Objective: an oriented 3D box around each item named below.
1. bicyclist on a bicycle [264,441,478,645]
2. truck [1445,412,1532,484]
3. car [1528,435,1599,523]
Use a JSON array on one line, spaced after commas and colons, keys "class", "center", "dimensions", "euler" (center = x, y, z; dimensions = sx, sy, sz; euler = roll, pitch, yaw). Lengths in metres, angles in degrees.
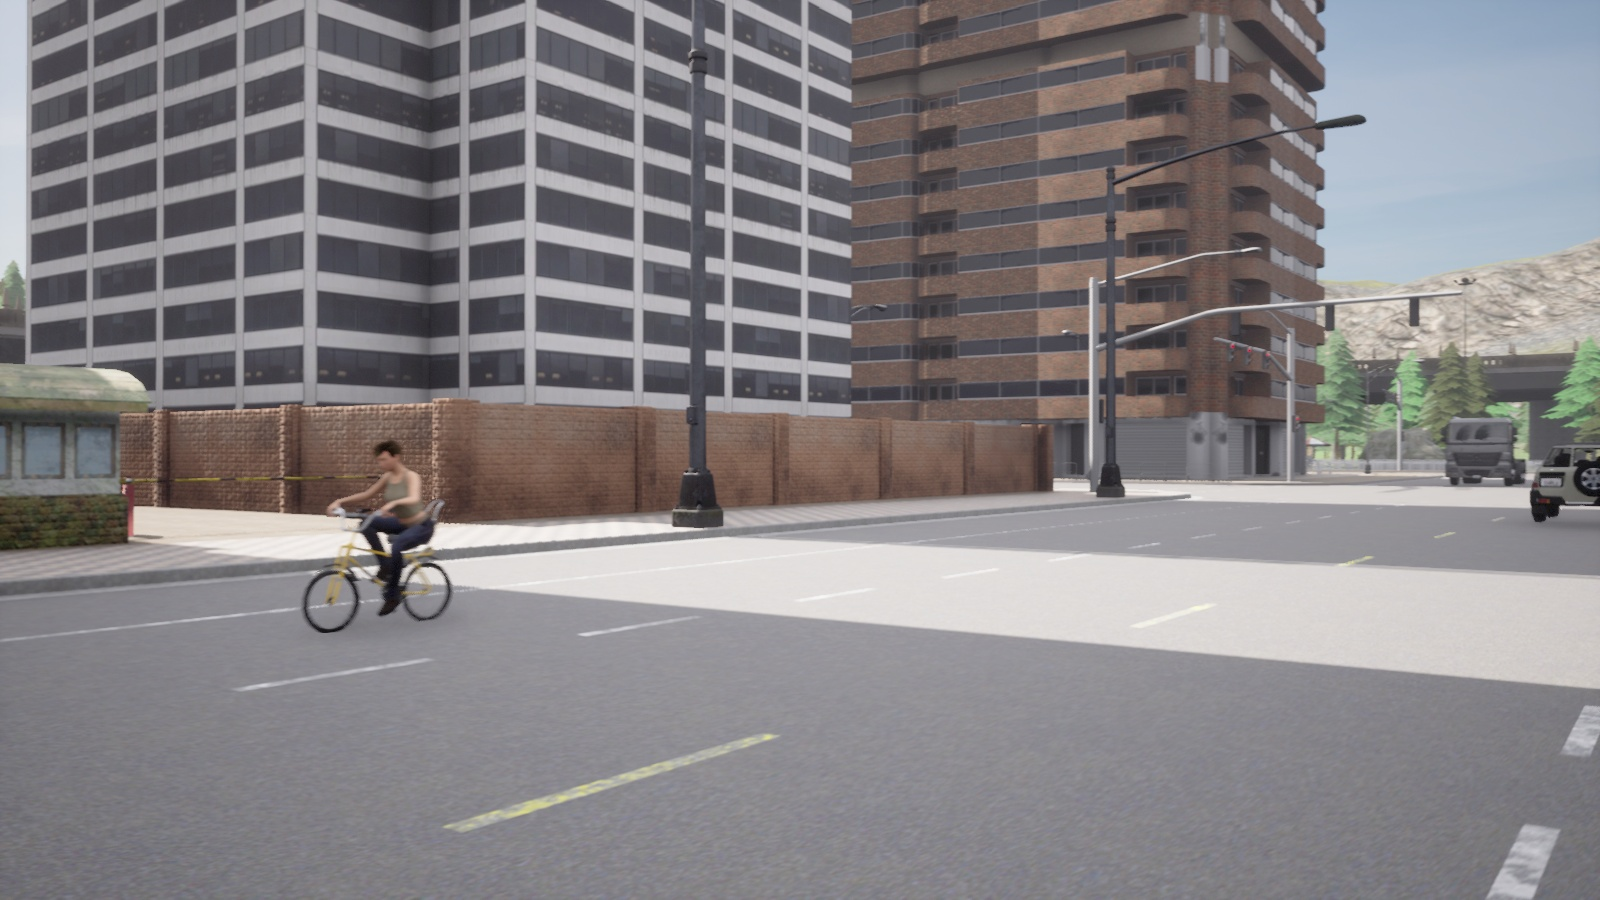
[{"class": "bicyclist on a bicycle", "center": [-3.656, 0.736, 10.791], "dimensions": [0.866, 1.612, 1.509], "euler": [0, 0, 36]}, {"class": "truck", "center": [35.422, -0.094, 64.480], "dimensions": [2.891, 3.462, 7.936], "euler": [0, 0, 36]}, {"class": "car", "center": [18.034, 0.619, 28.700], "dimensions": [1.932, 1.855, 4.605], "euler": [0, 0, 36]}]
